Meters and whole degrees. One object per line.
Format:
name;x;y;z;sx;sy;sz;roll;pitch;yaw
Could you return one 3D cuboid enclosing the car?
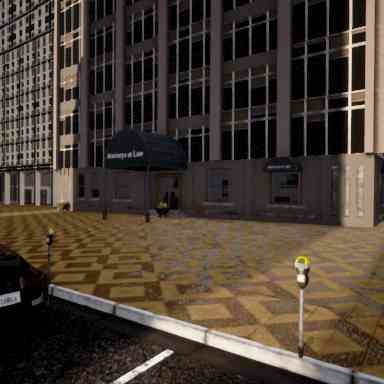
car;-4.296;1.564;5.943;4.313;1.339;1.947;0;1;36
